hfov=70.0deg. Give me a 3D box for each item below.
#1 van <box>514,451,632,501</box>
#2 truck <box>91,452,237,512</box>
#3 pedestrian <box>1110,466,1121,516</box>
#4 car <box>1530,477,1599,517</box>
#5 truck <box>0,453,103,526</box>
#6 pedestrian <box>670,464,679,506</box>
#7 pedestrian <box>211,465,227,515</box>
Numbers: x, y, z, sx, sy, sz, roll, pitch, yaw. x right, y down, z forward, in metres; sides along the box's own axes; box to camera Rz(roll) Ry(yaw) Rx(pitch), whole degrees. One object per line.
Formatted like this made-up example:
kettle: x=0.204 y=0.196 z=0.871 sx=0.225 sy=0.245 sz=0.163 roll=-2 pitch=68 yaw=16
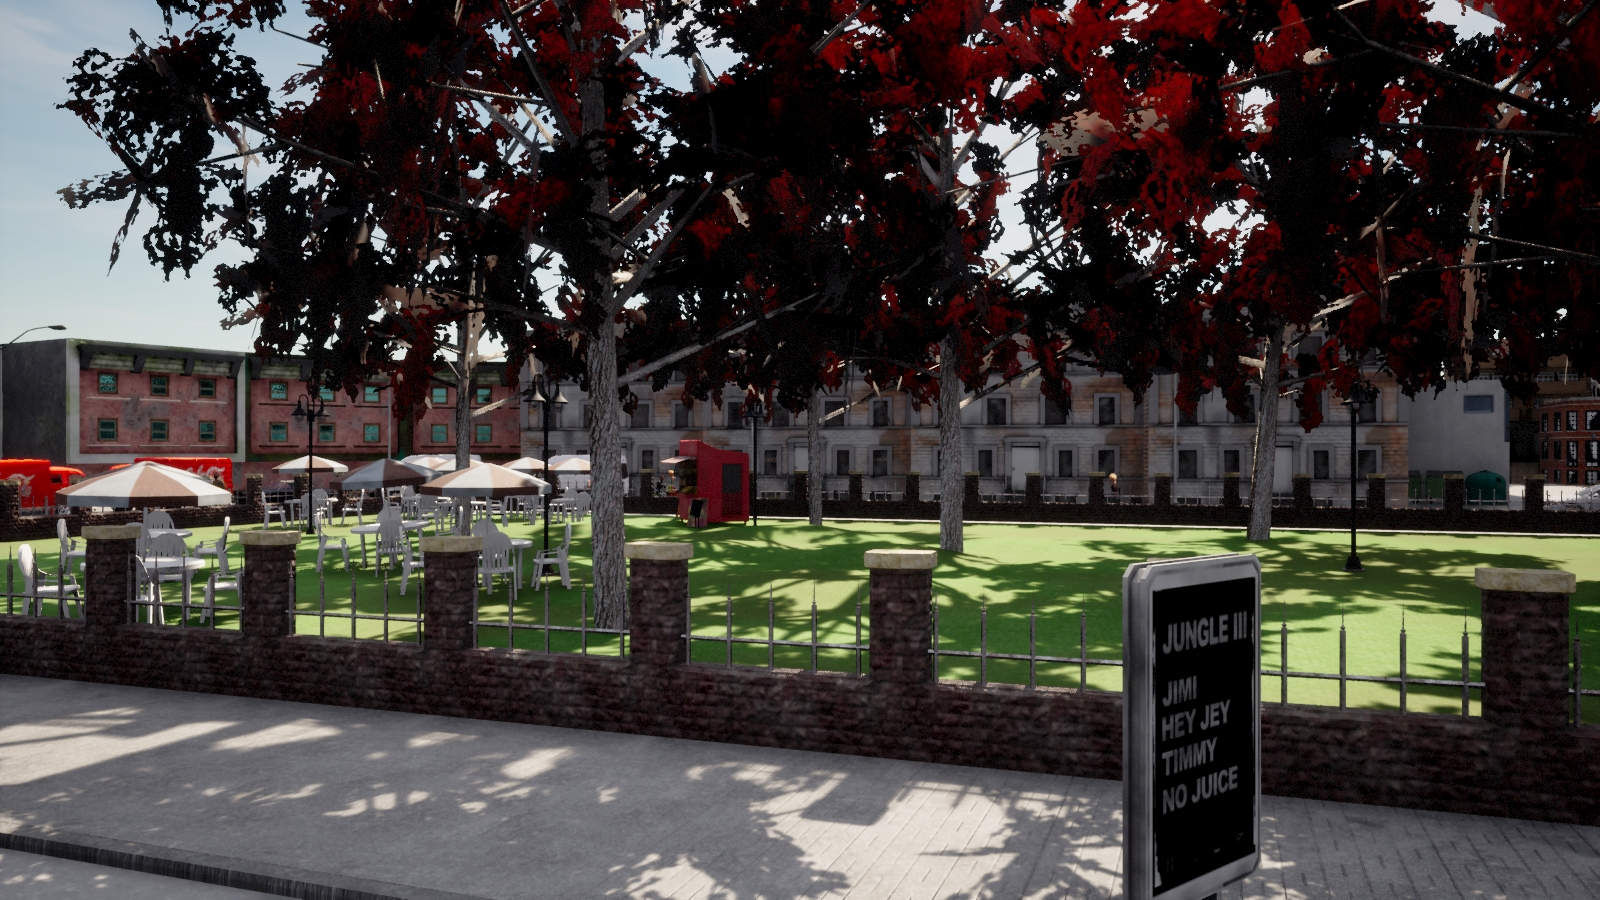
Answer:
van: x=-12.048 y=1.315 z=60.623 sx=5.915 sy=2.561 sz=1.988 roll=0 pitch=0 yaw=20
truck: x=-28.185 y=1.348 z=50.858 sx=2.627 sy=2.467 sz=5.204 roll=0 pitch=0 yaw=21
pedestrian: x=11.784 y=1.525 z=42.639 sx=0.375 sy=1.860 sz=0.375 roll=0 pitch=0 yaw=20
car: x=31.713 y=1.841 z=44.737 sx=4.892 sy=1.480 sz=2.231 roll=0 pitch=0 yaw=20
truck: x=-27.847 y=1.348 z=40.167 sx=2.627 sy=2.467 sz=5.204 roll=0 pitch=0 yaw=20
pedestrian: x=-5.474 y=1.526 z=50.019 sx=0.375 sy=1.860 sz=0.375 roll=0 pitch=0 yaw=-4
pedestrian: x=-22.177 y=1.524 z=43.598 sx=0.375 sy=1.860 sz=0.375 roll=0 pitch=0 yaw=11
